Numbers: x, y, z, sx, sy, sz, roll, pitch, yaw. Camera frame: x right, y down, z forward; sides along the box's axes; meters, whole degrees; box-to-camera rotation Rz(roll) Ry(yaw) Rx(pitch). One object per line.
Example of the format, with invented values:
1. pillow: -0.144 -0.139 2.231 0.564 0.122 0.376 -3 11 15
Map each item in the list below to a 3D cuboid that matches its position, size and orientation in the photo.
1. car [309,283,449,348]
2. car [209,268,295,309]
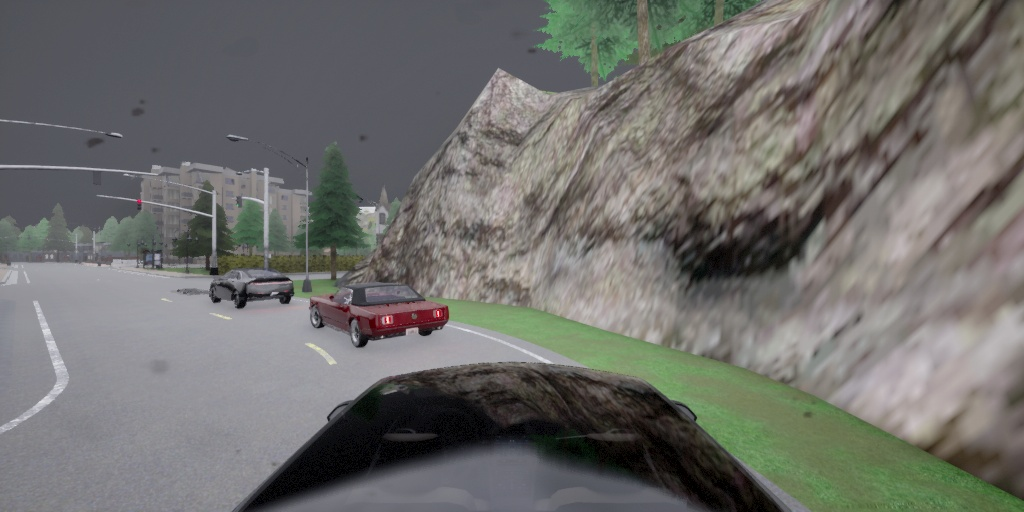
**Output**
1. car: -3.713 1.351 9.393 1.895 1.301 4.718 0 0 -44
2. car: -11.016 1.242 15.103 4.902 1.511 2.128 0 0 36
